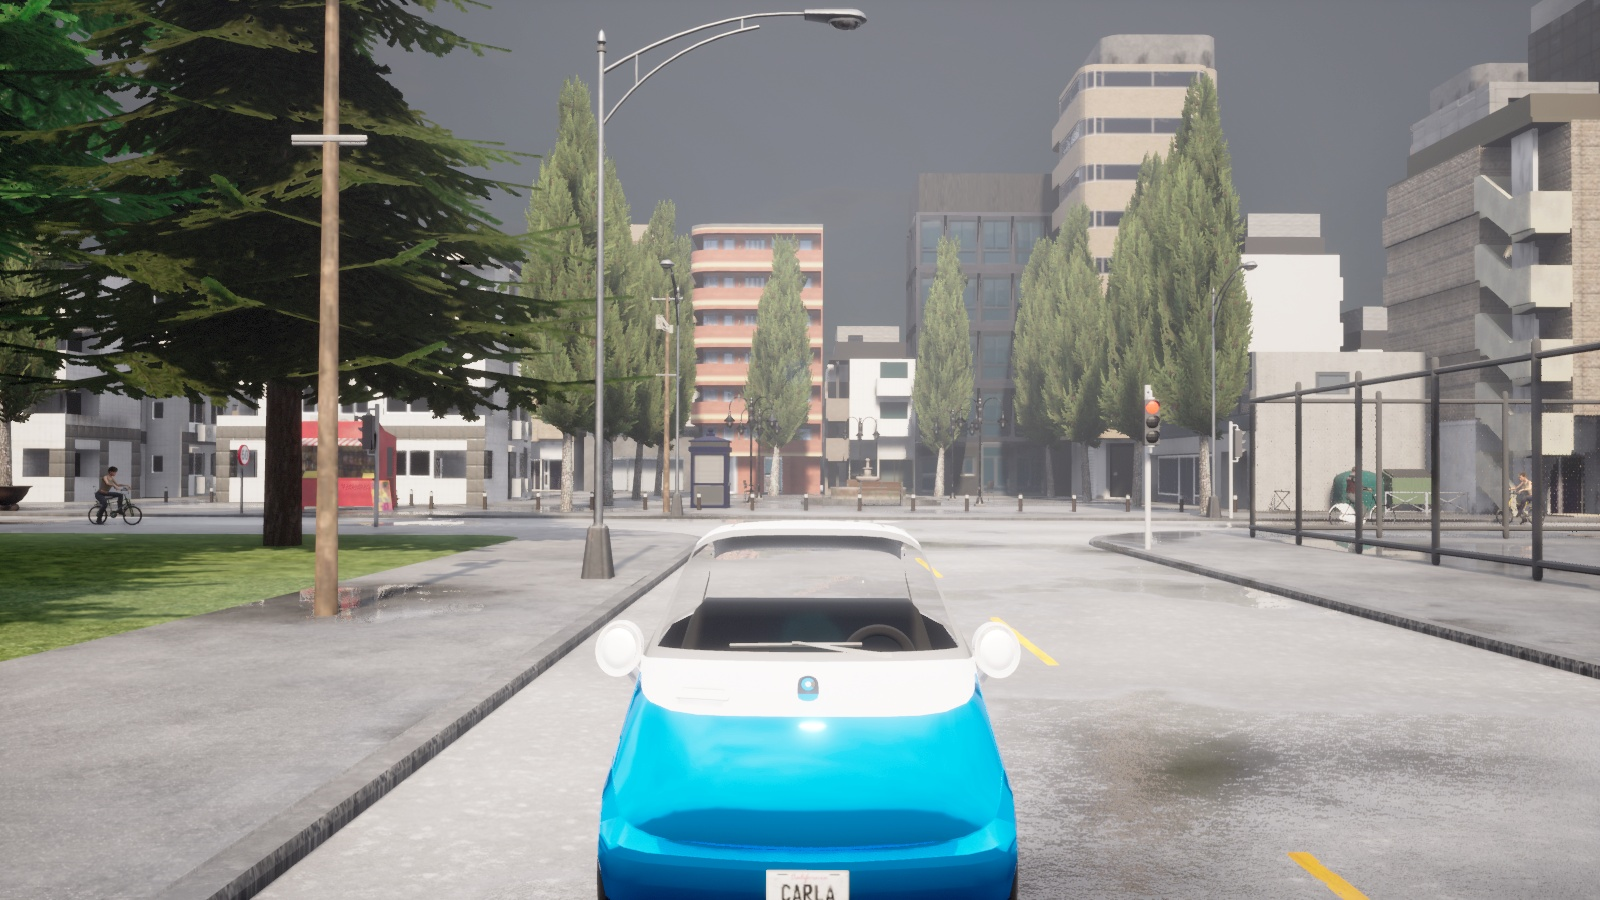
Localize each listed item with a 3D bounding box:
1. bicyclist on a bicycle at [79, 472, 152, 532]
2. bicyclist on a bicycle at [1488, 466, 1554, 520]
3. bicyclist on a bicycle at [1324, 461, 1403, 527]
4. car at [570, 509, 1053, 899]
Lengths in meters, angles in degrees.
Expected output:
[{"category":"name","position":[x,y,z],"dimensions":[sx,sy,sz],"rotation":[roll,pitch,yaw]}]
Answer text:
[{"category":"bicyclist on a bicycle","position":[-18.738,1.402,34.391],"dimensions":[1.509,1.612,0.866],"rotation":[0,-1,1]},{"category":"bicyclist on a bicycle","position":[21.948,1.304,38.248],"dimensions":[1.509,1.612,0.866],"rotation":[0,-1,0]},{"category":"bicyclist on a bicycle","position":[15.345,1.197,34.202],"dimensions":[1.843,1.776,0.659],"rotation":[0,-1,-1]},{"category":"car","position":[0.037,0.953,4.965],"dimensions":[1.481,1.376,2.207],"rotation":[0,-1,0]}]
